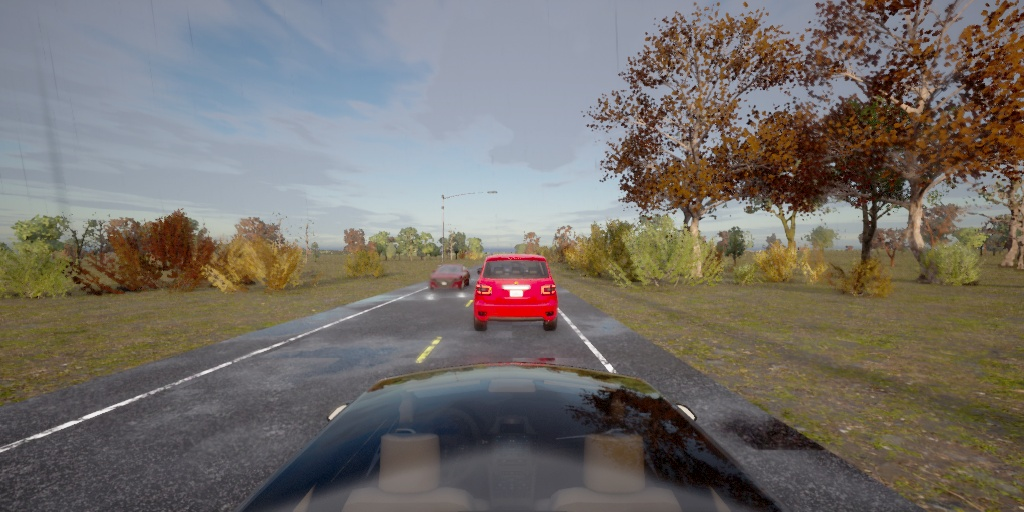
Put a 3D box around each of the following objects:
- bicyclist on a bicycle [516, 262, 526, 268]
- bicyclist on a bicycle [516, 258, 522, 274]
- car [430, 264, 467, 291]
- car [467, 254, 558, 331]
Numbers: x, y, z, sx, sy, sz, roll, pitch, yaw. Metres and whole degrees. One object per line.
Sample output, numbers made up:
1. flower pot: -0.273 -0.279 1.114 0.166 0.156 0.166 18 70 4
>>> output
1. bicyclist on a bicycle: 0.850 1.110 30.253 0.659 1.776 1.843 0 0 0
2. bicyclist on a bicycle: 0.772 1.107 40.266 0.659 1.776 1.843 0 0 0
3. car: -3.666 1.220 21.837 1.882 1.535 5.008 0 0 0
4. car: 0.075 0.968 11.074 2.150 2.045 5.566 0 0 -1
